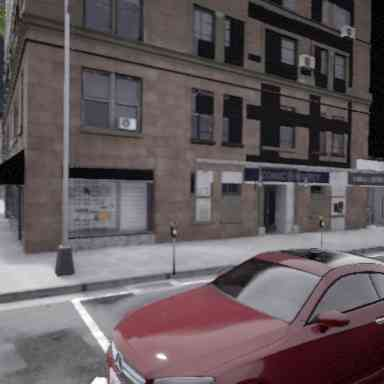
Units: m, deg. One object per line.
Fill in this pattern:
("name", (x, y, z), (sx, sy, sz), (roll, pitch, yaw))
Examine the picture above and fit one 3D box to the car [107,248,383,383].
("car", (1.343, 1.502, 4.145), (4.674, 1.442, 1.812), (1, 1, -29))
